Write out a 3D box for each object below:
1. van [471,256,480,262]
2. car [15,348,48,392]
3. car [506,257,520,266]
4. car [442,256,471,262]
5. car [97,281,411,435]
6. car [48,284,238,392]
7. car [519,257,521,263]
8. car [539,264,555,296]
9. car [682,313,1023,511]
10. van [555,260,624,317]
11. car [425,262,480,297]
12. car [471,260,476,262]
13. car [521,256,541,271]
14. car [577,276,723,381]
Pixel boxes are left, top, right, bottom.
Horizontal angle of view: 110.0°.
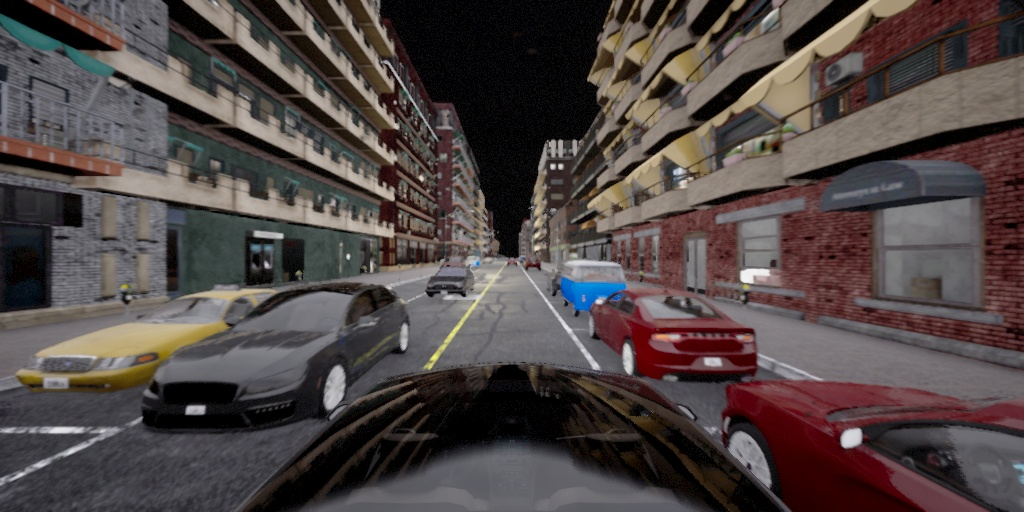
[{"bbox_3d":[-5.673,0.933,52.347,1.690,1.789,3.998,0,0,0],"label":"van"},{"bbox_3d":[-5.688,1.296,1.390,1.888,1.381,4.507,0,0,0],"label":"car"},{"bbox_3d":[0.022,1.088,64.505,1.812,1.442,4.674,0,0,0],"label":"car"},{"bbox_3d":[-5.678,0.955,35.361,2.192,1.841,5.009,0,0,0],"label":"car"},{"bbox_3d":[-3.092,1.239,5.937,1.837,1.490,4.892,0,0,0],"label":"car"},{"bbox_3d":[-5.687,1.256,6.881,1.751,1.417,4.829,0,0,0],"label":"car"},{"bbox_3d":[2.711,1.146,63.668,1.802,1.307,4.207,0,0,0],"label":"car"},{"bbox_3d":[2.697,1.243,18.374,2.007,1.370,4.403,0,0,0],"label":"car"},{"bbox_3d":[2.692,1.296,1.387,1.888,1.381,4.507,0,0,0],"label":"car"},{"bbox_3d":[2.695,1.052,12.712,1.690,1.789,3.998,0,0,0],"label":"van"},{"bbox_3d":[-3.006,1.239,18.598,2.033,1.411,5.357,0,0,0],"label":"car"},{"bbox_3d":[-5.676,1.174,41.022,2.007,1.370,4.403,0,0,0],"label":"car"},{"bbox_3d":[2.706,0.922,46.683,2.192,1.841,5.009,0,0,0],"label":"car"},{"bbox_3d":[2.694,1.276,7.049,1.888,1.381,4.507,0,0,0],"label":"car"}]
